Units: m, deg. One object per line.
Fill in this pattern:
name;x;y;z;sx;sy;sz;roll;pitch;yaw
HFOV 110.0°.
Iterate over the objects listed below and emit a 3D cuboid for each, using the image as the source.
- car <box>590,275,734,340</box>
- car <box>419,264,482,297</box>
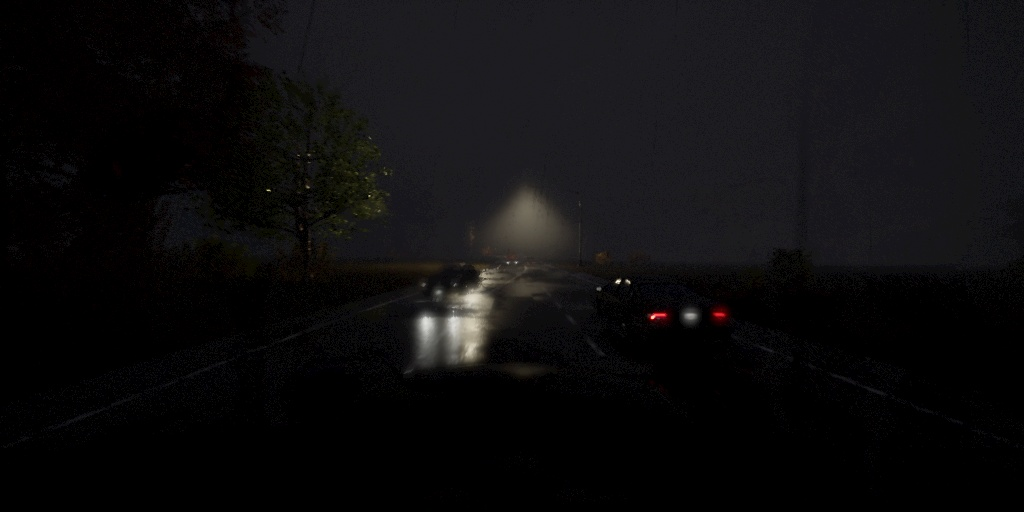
car;3.504;1.200;9.538;2.033;1.411;5.357;0;1;0
car;-2.782;1.096;17.741;2.033;1.411;5.357;0;1;7
